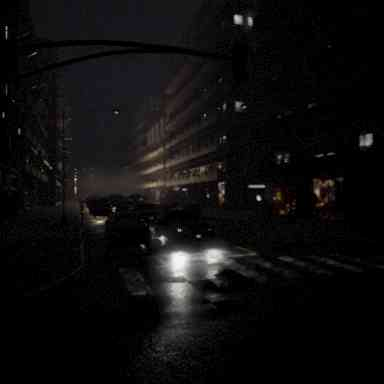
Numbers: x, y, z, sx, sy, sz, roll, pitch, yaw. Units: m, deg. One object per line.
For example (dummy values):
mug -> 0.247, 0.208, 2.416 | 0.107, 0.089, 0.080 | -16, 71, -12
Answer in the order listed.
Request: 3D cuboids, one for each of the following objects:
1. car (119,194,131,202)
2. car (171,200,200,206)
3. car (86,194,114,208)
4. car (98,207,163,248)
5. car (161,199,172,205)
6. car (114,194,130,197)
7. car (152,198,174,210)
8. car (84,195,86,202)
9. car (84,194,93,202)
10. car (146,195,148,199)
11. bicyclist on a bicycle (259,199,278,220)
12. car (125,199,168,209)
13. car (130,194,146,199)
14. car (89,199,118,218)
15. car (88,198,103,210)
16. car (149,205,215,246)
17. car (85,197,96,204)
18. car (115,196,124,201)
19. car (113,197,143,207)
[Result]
car -> -16.292, 1.515, 80.853 | 2.192, 1.841, 5.009 | 1, 0, -19
car -> -0.298, 1.600, 33.364 | 2.008, 1.369, 4.403 | 1, 0, -19
car -> -10.025, 1.412, 35.998 | 2.192, 1.841, 5.009 | 1, 0, -19
car -> -2.918, 1.587, 14.890 | 2.008, 1.369, 4.403 | 1, 0, -19
car -> -2.074, 1.616, 38.640 | 2.008, 1.369, 4.403 | 1, 0, -19
car -> -9.974, 1.331, 44.064 | 2.150, 2.045, 5.566 | 0, 0, -18
car -> -3.906, 1.607, 44.078 | 1.752, 1.417, 4.829 | 1, 0, -19
car -> -15.357, 1.461, 51.828 | 2.192, 1.841, 5.009 | 1, 0, -19
car -> -26.021, 1.565, 83.487 | 2.192, 1.841, 5.009 | 1, 0, -19
car -> -9.182, 1.446, 59.748 | 2.192, 1.841, 5.009 | 1, 0, -19
bicyclist on a bicycle -> 5.689, 1.311, 24.788 | 1.656, 1.620, 0.582 | -1, 0, -19
car -> -3.492, 1.556, 24.679 | 1.837, 1.490, 4.892 | 0, 0, -19
car -> -9.149, 1.336, 51.491 | 2.150, 2.045, 5.566 | 0, 0, -18
car -> -8.250, 1.626, 30.720 | 1.887, 1.381, 4.507 | 1, 0, -19
car -> -13.528, 1.654, 46.389 | 1.752, 1.417, 4.829 | 1, 0, -19
car -> -0.501, 1.552, 15.855 | 1.812, 1.442, 4.674 | 0, 0, -20
car -> -20.691, 1.763, 67.657 | 1.947, 1.339, 4.313 | 1, 0, -19
car -> -19.848, 1.802, 91.406 | 1.947, 1.339, 4.313 | 1, 0, -19
car -> -6.683, 1.557, 34.163 | 1.882, 1.535, 5.008 | 0, 0, -19
